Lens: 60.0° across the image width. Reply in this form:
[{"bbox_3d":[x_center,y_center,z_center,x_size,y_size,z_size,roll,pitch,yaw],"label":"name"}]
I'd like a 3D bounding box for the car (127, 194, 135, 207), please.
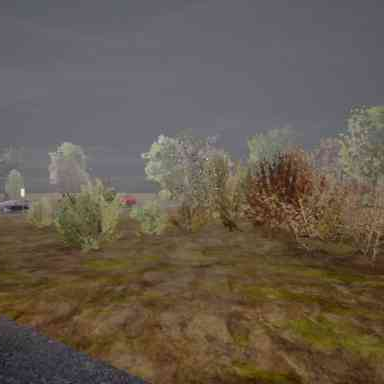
[{"bbox_3d":[-10.768,1.244,48.372,2.150,2.045,5.566,0,0,38],"label":"car"}]

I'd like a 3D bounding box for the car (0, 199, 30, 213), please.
[{"bbox_3d":[-19.410,1.505,36.952,2.128,1.511,4.902,0,0,36],"label":"car"}]
